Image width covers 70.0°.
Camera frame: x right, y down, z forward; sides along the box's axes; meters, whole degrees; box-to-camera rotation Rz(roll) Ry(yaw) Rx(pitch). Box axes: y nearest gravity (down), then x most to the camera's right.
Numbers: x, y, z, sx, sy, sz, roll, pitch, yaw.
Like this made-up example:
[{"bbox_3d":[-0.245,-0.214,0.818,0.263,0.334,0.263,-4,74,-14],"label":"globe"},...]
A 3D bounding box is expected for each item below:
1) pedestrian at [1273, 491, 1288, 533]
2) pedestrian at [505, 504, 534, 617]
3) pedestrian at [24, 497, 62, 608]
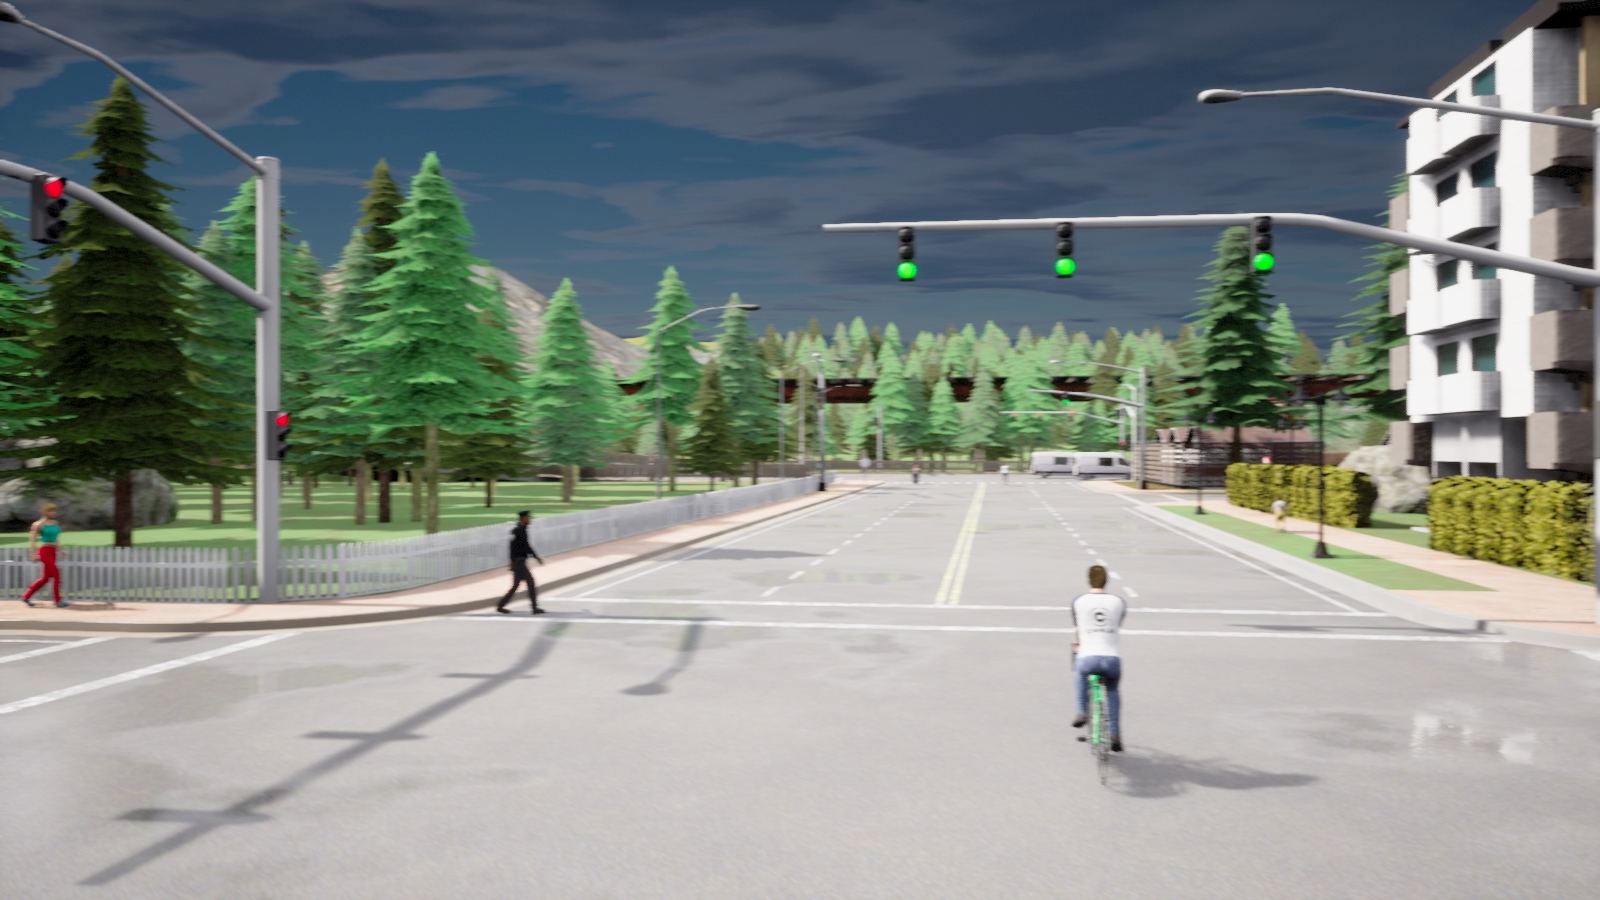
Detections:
[{"bbox_3d":[15.091,1.942,35.892,0.375,1.300,0.375,0,0,12],"label":"pedestrian"},{"bbox_3d":[-4.743,1.859,19.321,0.375,1.860,0.375,0,0,4],"label":"pedestrian"},{"bbox_3d":[-12.827,1.727,19.360,0.375,1.860,0.375,0,0,8],"label":"pedestrian"}]
